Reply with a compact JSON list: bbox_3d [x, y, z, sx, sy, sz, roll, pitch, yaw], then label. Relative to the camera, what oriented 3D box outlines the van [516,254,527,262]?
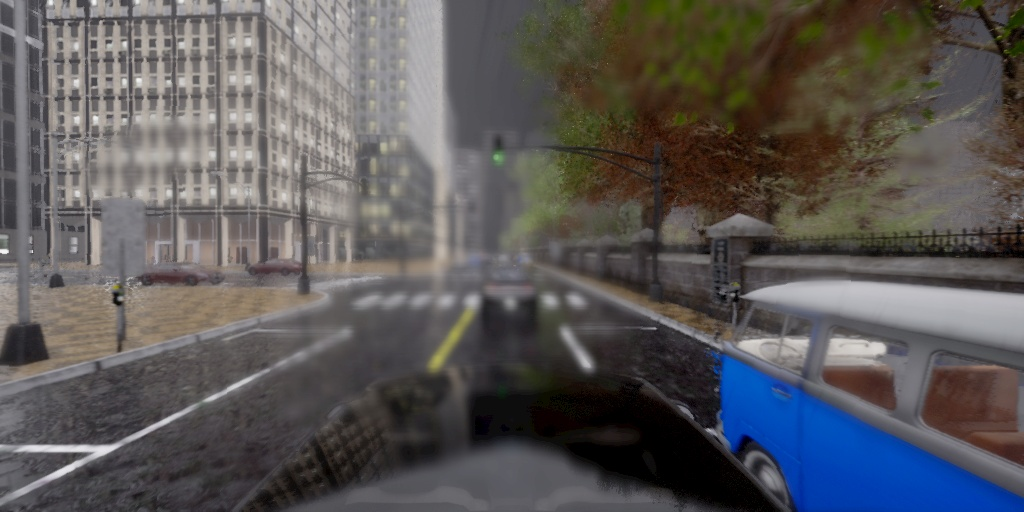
[{"bbox_3d":[1.879,0.664,50.587,1.690,1.789,3.998,0,0,-2],"label":"van"}]

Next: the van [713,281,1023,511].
[{"bbox_3d":[2.567,1.092,1.498,1.690,1.789,3.998,0,0,0],"label":"van"}]

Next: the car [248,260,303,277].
[{"bbox_3d":[-18.155,0.912,27.907,4.207,1.307,1.802,0,0,4],"label":"car"}]

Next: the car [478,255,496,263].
[{"bbox_3d":[-3.617,0.837,54.431,2.033,1.411,5.357,0,1,-1],"label":"car"}]

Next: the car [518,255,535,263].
[{"bbox_3d":[2.016,0.899,45.214,1.751,1.417,4.829,0,0,-1],"label":"car"}]

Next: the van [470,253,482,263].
[{"bbox_3d":[-6.468,0.568,61.316,1.690,1.789,3.998,0,0,-2],"label":"van"}]

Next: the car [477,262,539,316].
[{"bbox_3d":[-0.195,1.147,12.860,2.128,1.511,4.902,0,0,-4],"label":"car"}]

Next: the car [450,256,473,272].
[{"bbox_3d":[-5.730,0.978,39.143,2.007,1.370,4.403,0,0,-1],"label":"car"}]

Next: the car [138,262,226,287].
[{"bbox_3d":[-18.200,1.001,19.794,4.207,1.307,1.802,0,0,4],"label":"car"}]
